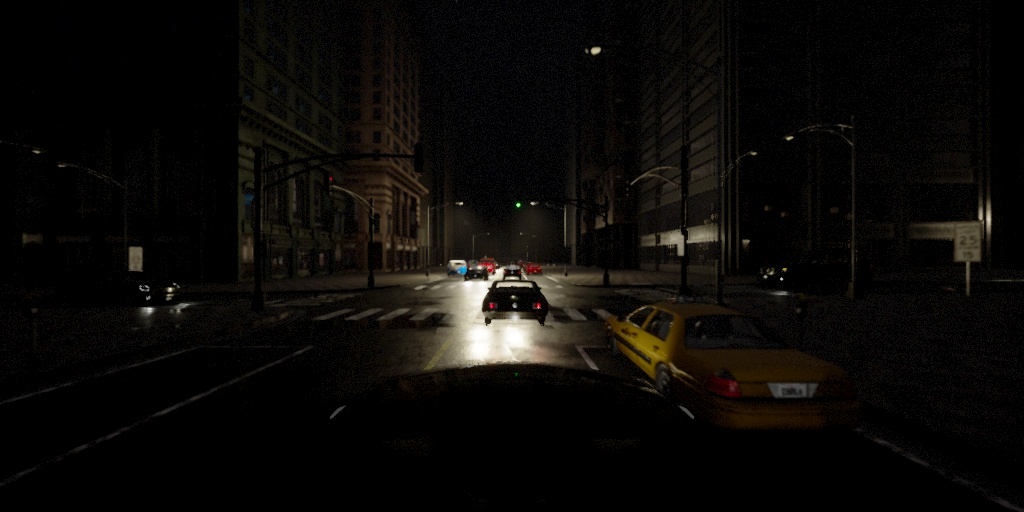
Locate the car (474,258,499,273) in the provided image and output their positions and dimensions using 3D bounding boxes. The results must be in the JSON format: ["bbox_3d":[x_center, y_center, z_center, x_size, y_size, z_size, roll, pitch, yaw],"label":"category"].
[{"bbox_3d":[-3.168,1.305,45.293,2.150,2.045,5.566,0,0,1],"label":"car"}]

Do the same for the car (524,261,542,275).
[{"bbox_3d":[2.694,1.618,43.760,1.888,1.381,4.507,0,0,0],"label":"car"}]

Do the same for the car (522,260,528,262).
[{"bbox_3d":[2.682,1.663,49.285,1.888,1.381,4.507,0,0,0],"label":"car"}]

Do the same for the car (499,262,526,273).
[{"bbox_3d":[0.029,1.555,35.620,2.033,1.411,5.357,0,0,0],"label":"car"}]

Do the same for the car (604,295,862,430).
[{"bbox_3d":[2.763,1.305,5.839,1.751,1.417,4.829,0,0,0],"label":"car"}]

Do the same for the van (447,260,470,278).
[{"bbox_3d":[-5.850,1.370,38.236,1.690,1.789,3.998,0,0,0],"label":"van"}]

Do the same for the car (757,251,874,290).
[{"bbox_3d":[17.285,0.787,20.553,5.566,2.045,2.150,-1,0,0],"label":"car"}]

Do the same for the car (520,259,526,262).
[{"bbox_3d":[2.656,1.735,60.506,1.751,1.417,4.829,0,0,0],"label":"car"}]

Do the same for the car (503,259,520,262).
[{"bbox_3d":[-0.121,1.729,63.626,2.128,1.511,4.902,0,0,0],"label":"car"}]

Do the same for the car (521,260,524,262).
[{"bbox_3d":[2.669,1.709,54.811,1.888,1.381,4.507,0,0,0],"label":"car"}]

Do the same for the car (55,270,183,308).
[{"bbox_3d":[-18.899,1.524,17.407,4.553,1.767,2.097,-1,0,0],"label":"car"}]

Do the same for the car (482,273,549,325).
[{"bbox_3d":[0.082,1.429,12.160,1.895,1.301,4.718,0,0,0],"label":"car"}]

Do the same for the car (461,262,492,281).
[{"bbox_3d":[-3.152,1.550,32.855,1.994,1.385,4.181,0,0,0],"label":"car"}]
